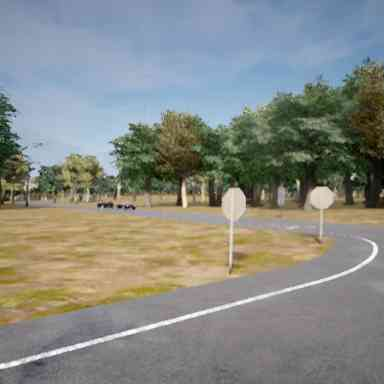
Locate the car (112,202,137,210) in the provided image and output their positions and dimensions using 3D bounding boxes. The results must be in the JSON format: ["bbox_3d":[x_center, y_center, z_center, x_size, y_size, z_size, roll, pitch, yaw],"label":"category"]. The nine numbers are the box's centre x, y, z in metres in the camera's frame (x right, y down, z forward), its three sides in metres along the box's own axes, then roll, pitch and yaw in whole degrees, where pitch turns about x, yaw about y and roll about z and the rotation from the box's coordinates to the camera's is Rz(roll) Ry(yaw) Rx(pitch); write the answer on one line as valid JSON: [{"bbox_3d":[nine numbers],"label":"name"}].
[{"bbox_3d":[-10.575,2.212,52.768,1.895,1.301,4.718,2,-2,-34],"label":"car"}]

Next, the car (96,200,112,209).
[{"bbox_3d":[-15.789,2.238,60.264,1.882,1.535,5.008,2,-2,-35],"label":"car"}]
